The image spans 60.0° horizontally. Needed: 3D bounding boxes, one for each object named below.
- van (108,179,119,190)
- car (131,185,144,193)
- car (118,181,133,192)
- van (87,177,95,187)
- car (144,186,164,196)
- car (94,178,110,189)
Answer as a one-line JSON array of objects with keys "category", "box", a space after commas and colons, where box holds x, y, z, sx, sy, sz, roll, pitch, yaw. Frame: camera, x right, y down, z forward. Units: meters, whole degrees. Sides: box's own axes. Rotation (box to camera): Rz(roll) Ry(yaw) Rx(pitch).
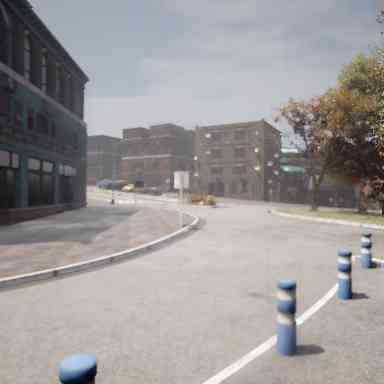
[{"category": "van", "box": [-14.377, -1.308, 66.764, 1.878, 1.987, 4.442, 6, 2, 11]}, {"category": "car", "box": [-9.228, -0.440, 63.531, 2.002, 1.452, 4.674, 6, 2, 11]}, {"category": "car", "box": [-11.855, -0.781, 64.910, 1.946, 1.575, 5.366, 6, 2, 11]}, {"category": "van", "box": [-22.203, -2.204, 71.225, 1.878, 1.987, 4.442, 6, 2, 11]}, {"category": "car", "box": [-6.636, -0.179, 61.958, 2.231, 1.521, 4.892, 6, 2, 11]}, {"category": "car", "box": [-16.990, -1.630, 68.183, 2.435, 2.045, 5.566, 6, 2, 11]}]
